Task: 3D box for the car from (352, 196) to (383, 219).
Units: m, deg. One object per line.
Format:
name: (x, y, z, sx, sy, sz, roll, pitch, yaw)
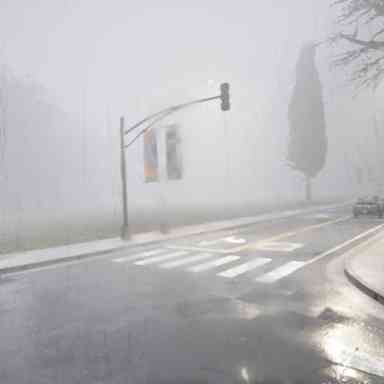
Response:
car: (13.149, 1.073, 24.265, 2.128, 1.511, 4.902, -3, -1, 39)
